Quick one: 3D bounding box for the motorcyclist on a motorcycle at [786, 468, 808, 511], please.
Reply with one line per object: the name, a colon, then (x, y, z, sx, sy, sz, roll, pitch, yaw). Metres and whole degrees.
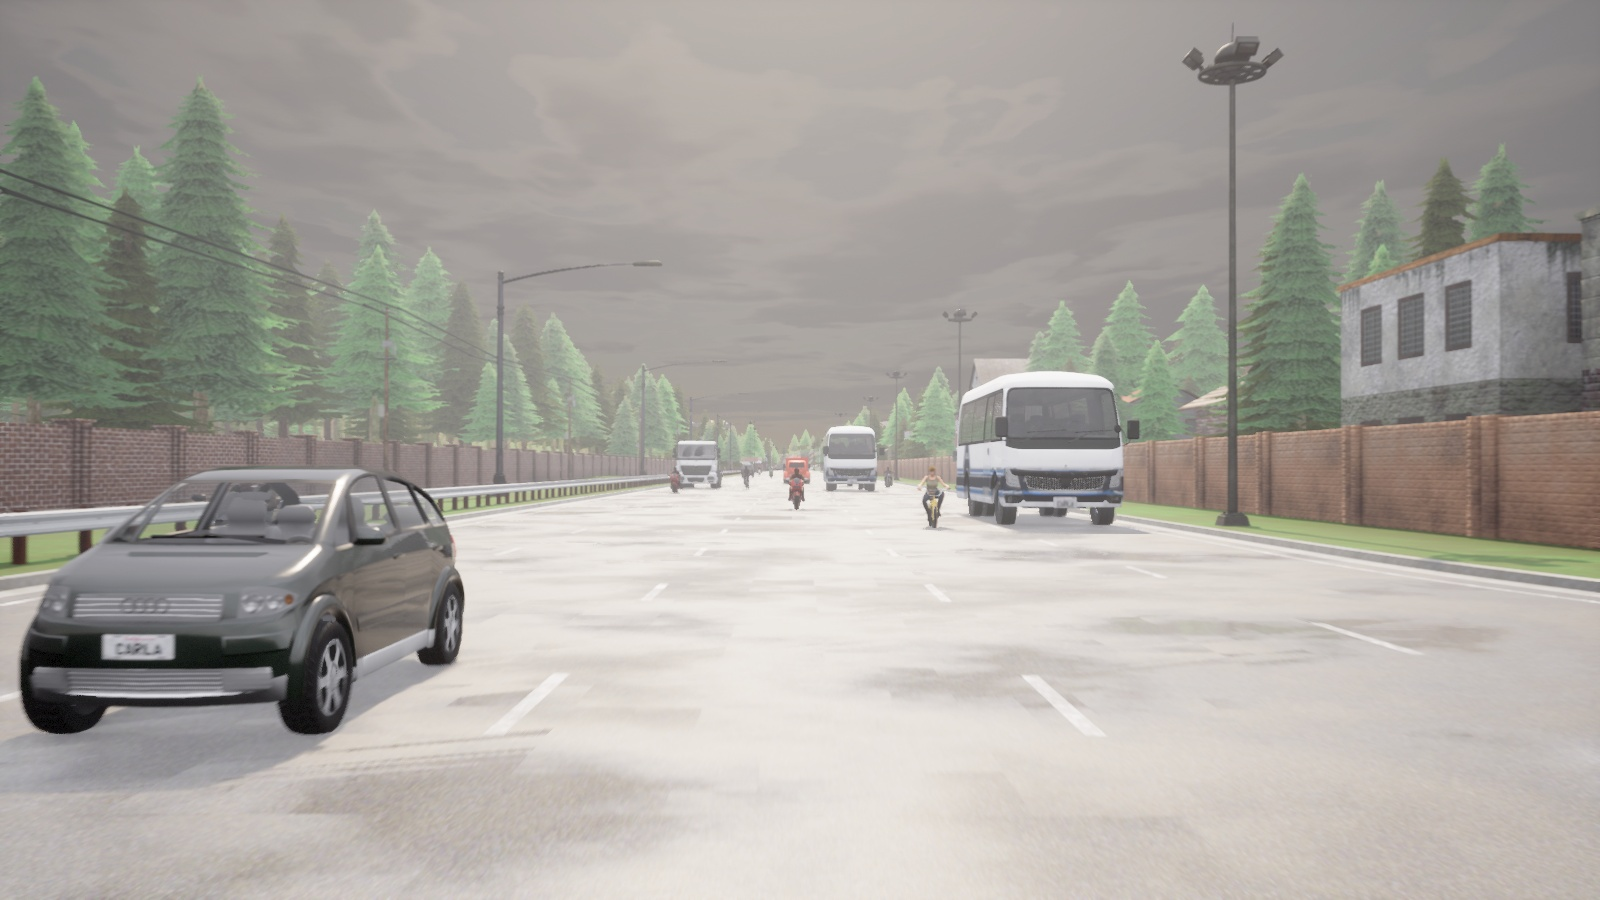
motorcyclist on a motorcycle: (-0.108, 1.412, 45.450, 0.797, 1.523, 2.044, 0, -1, 0)

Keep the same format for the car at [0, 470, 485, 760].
car: (-3.520, 0.920, 8.622, 1.789, 1.549, 3.705, 0, -1, 0)

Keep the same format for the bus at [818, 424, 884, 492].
bus: (3.295, 0.567, 84.084, 3.944, 4.253, 10.273, 0, -1, 0)

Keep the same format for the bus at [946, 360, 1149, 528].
bus: (6.906, -0.088, 37.144, 3.944, 4.253, 10.273, 0, -1, 0)

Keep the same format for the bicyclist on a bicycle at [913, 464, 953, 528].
bicyclist on a bicycle: (3.423, 1.174, 32.361, 0.866, 1.612, 1.509, 0, -1, 0)

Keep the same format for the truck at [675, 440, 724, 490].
truck: (-7.220, 1.099, 91.069, 2.891, 3.462, 7.936, 0, -1, 0)
